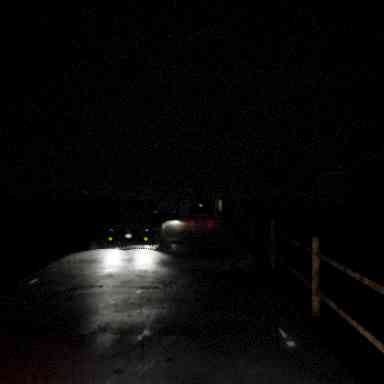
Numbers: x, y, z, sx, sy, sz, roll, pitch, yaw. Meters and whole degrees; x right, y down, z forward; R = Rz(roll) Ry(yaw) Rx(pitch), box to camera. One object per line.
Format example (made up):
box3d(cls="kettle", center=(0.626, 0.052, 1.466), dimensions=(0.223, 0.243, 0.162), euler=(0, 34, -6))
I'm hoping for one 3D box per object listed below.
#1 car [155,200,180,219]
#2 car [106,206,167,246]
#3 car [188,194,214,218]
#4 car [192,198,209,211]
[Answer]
box3d(cls="car", center=(-2.089, 1.473, 28.871), dimensions=(1.882, 1.535, 5.008), euler=(0, 1, 2))
box3d(cls="car", center=(-2.483, 1.552, 15.176), dimensions=(1.994, 1.385, 4.181), euler=(0, 0, 2))
box3d(cls="car", center=(0.818, 1.230, 30.607), dimensions=(2.150, 2.045, 5.566), euler=(0, 0, 2))
box3d(cls="car", center=(1.085, 1.563, 42.110), dimensions=(2.033, 1.411, 5.357), euler=(0, 0, 2))
